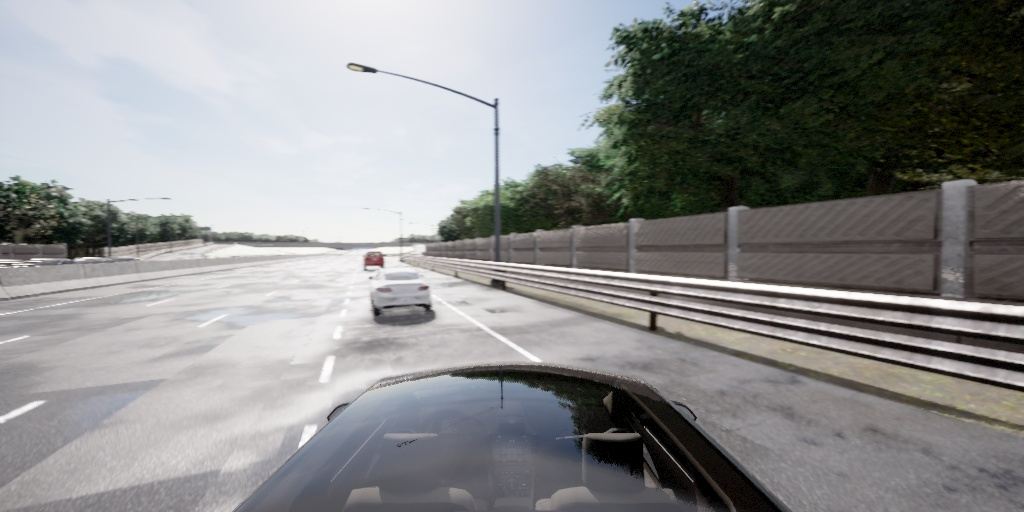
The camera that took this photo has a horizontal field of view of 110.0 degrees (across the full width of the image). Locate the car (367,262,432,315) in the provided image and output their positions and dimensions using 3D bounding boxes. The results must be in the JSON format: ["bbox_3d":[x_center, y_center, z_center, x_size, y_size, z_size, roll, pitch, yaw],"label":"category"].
[{"bbox_3d":[-4.071,1.118,12.845,1.812,1.442,4.674,-1,1,-23],"label":"car"}]

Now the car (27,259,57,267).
[{"bbox_3d":[-37.563,1.064,29.414,1.837,1.490,4.892,-1,4,-22],"label":"car"}]

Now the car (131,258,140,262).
[{"bbox_3d":[-47.000,0.930,43.128,1.837,1.490,4.892,-1,1,-22],"label":"car"}]

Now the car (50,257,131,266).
[{"bbox_3d":[-33.489,1.042,28.707,1.837,1.490,4.892,-1,4,-22],"label":"car"}]

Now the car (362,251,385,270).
[{"bbox_3d":[-15.499,0.463,40.287,2.150,2.045,5.566,-1,1,-23],"label":"car"}]
